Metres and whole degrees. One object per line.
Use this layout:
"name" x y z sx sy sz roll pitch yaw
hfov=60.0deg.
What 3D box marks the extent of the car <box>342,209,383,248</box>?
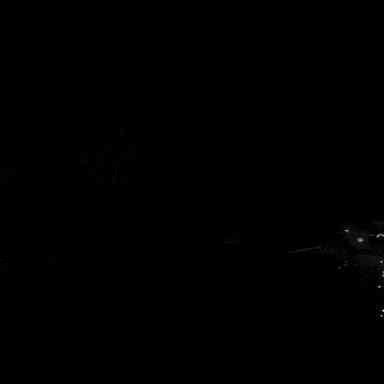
"car" 7.995 1.443 13.413 4.674 1.442 1.812 0 0 -36
